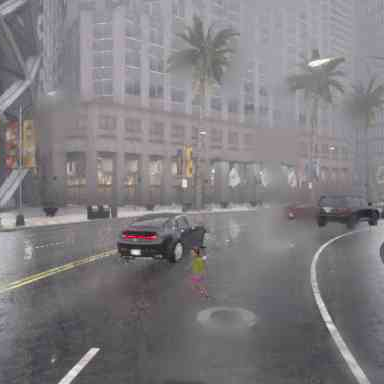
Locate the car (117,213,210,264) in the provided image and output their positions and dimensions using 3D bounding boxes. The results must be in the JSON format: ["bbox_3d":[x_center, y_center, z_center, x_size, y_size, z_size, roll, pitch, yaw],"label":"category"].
[{"bbox_3d":[-0.808,1.505,11.964,1.837,1.490,4.892,-1,0,20],"label":"car"}]

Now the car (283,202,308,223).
[{"bbox_3d":[8.912,1.477,25.065,5.008,1.535,1.882,0,0,-40],"label":"car"}]

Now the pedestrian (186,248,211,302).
[{"bbox_3d":[0.147,1.674,6.815,0.500,1.100,0.500,0,0,12],"label":"pedestrian"}]

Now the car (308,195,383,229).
[{"bbox_3d":[10.182,1.221,21.762,5.566,2.045,2.150,0,0,-41],"label":"car"}]
